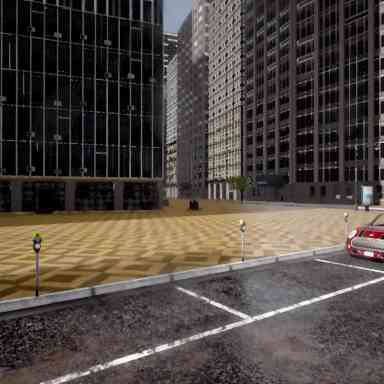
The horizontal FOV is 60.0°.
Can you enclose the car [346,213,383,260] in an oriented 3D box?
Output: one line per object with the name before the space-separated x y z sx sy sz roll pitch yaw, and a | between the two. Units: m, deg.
car | 7.229 1.437 11.701 4.097 1.590 1.967 0 0 -35
